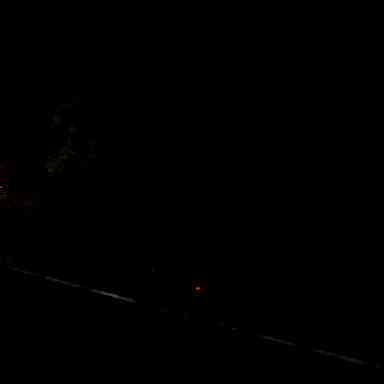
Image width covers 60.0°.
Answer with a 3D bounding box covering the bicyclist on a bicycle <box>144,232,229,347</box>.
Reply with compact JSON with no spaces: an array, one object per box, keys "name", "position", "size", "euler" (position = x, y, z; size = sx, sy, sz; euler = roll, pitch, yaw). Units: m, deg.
[{"name":"bicyclist on a bicycle","position":[-0.146,1.463,5.159],"size":[1.656,1.620,0.582],"euler":[0,0,36]}]
